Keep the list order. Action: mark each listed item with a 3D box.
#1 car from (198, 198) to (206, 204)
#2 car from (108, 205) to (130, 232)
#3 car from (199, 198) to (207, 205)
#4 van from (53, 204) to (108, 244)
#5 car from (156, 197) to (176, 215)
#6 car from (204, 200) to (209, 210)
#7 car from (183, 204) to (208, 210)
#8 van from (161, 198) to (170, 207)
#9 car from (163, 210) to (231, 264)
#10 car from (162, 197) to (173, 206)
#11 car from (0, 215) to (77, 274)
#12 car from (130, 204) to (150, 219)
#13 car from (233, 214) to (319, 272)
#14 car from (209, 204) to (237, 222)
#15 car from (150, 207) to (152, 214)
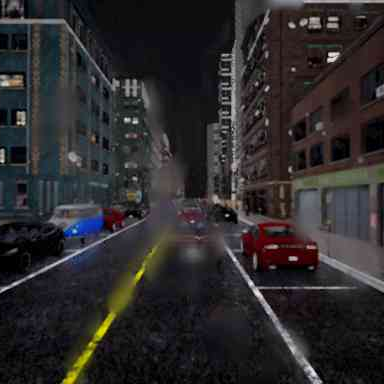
[{"bbox_3d":[2.722,2.386,71.115,1.802,1.307,4.206,0,-1,0],"label":"car"},{"bbox_3d":[-5.675,1.790,22.158,1.887,1.381,4.507,0,-1,0],"label":"car"},{"bbox_3d":[2.727,2.375,82.172,1.967,1.590,4.097,0,-1,0],"label":"car"},{"bbox_3d":[-5.675,1.525,16.637,1.690,1.788,3.998,0,-1,0],"label":"van"},{"bbox_3d":[-3.032,1.788,39.244,2.097,1.767,4.553,0,-1,1],"label":"car"},{"bbox_3d":[2.711,1.996,38.712,1.947,1.339,4.313,0,-1,0],"label":"car"},{"bbox_3d":[0.051,1.897,26.716,1.895,1.301,4.718,0,-1,1],"label":"car"},{"bbox_3d":[-5.657,2.146,71.122,1.690,1.788,3.998,0,-1,0],"label":"van"},{"bbox_3d":[0.051,1.628,12.332,2.128,1.511,4.902,0,-1,1],"label":"car"},{"bbox_3d":[-5.655,2.185,76.650,2.192,1.841,5.009,0,-1,0],"label":"car"},{"bbox_3d":[-5.679,1.689,11.111,1.947,1.339,4.313,0,-1,0],"label":"car"},{"bbox_3d":[-5.672,1.934,33.204,1.947,1.339,4.313,0,-1,0],"label":"car"},{"bbox_3d":[2.702,1.668,11.096,1.887,1.381,4.507,0,-1,0],"label":"car"},{"bbox_3d":[2.708,1.872,27.666,1.947,1.339,4.313,0,-1,0],"label":"car"},{"bbox_3d":[-5.670,2.012,38.727,1.802,1.307,4.206,0,-1,0],"label":"car"}]
